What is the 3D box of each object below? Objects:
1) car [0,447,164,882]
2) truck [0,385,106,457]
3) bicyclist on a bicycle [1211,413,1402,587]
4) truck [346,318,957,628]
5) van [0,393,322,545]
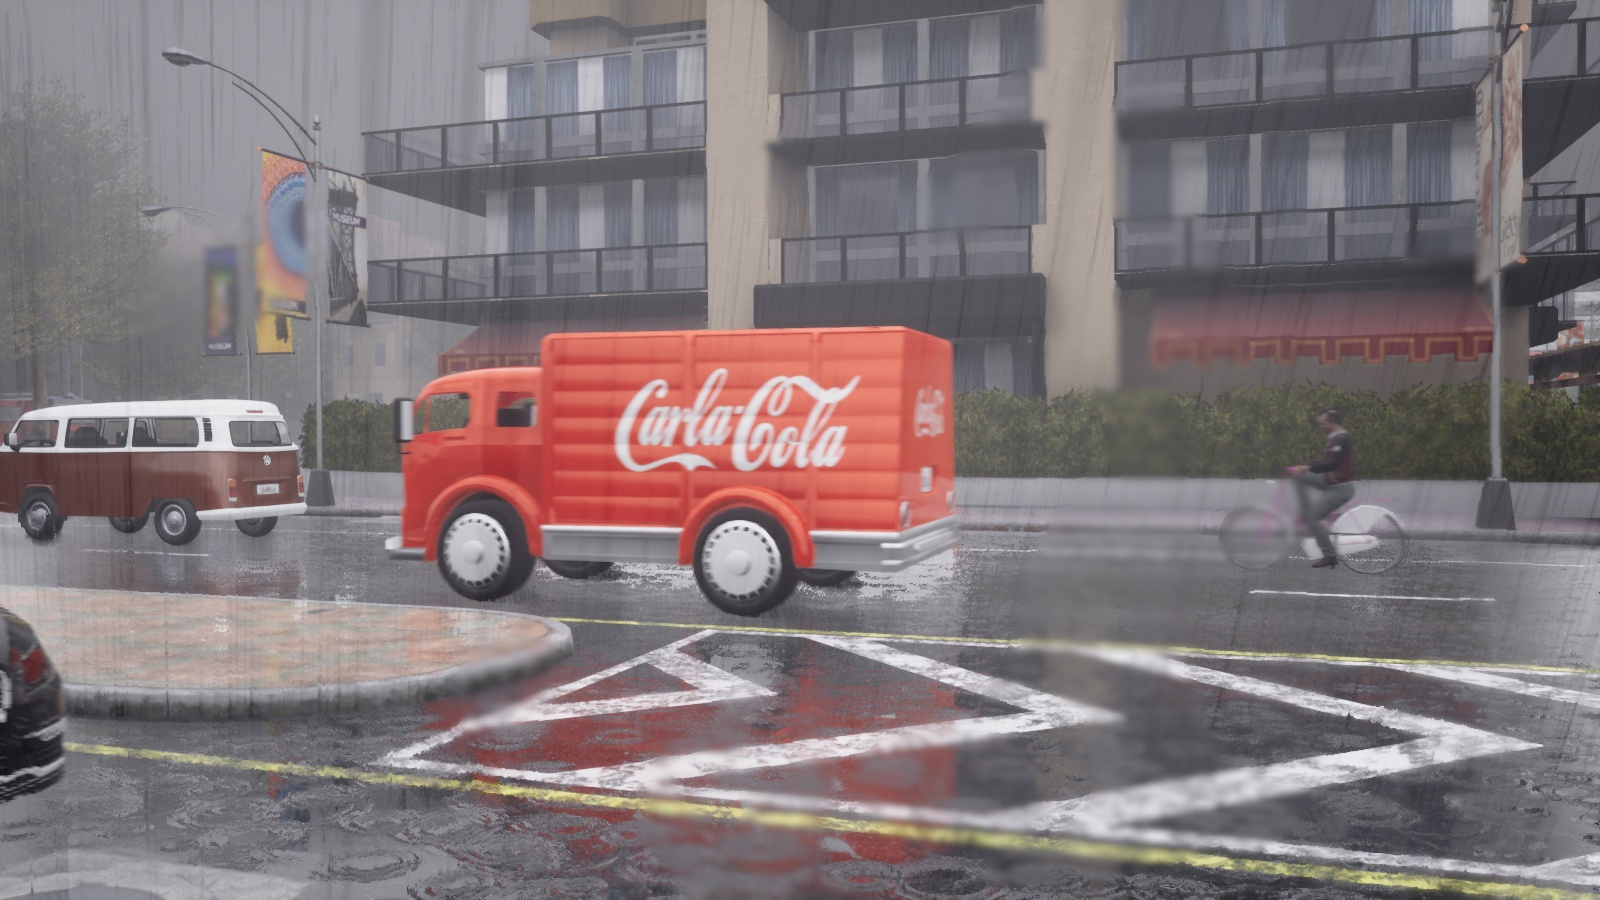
[{"bbox_3d":[-5.155,0.733,4.925,4.892,1.490,1.837,1,1,19],"label":"car"},{"bbox_3d":[-43.189,-1.621,70.002,8.468,3.827,2.891,1,1,19],"label":"truck"},{"bbox_3d":[5.403,0.501,13.506,1.843,1.776,0.659,1,1,19],"label":"bicyclist on a bicycle"},{"bbox_3d":[-1.328,0.142,12.070,5.204,2.467,2.627,1,1,19],"label":"truck"},{"bbox_3d":[-9.596,0.218,18.508,4.480,2.038,2.069,1,1,19],"label":"van"}]
